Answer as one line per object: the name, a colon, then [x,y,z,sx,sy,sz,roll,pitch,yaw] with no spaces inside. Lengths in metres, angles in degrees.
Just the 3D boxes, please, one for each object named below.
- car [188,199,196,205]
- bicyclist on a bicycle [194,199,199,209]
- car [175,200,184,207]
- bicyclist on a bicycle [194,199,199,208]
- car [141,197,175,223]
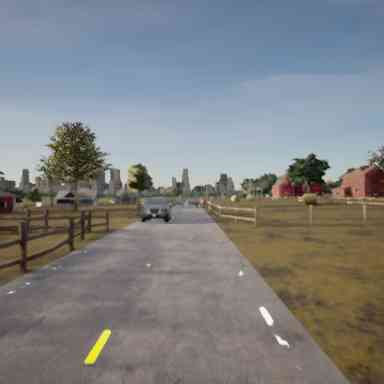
car: [0.004,2.471,79.733,2.033,1.411,5.357,0,-1,0]
bicyclist on a bicycle: [0.758,1.934,50.608,0.582,1.620,1.656,0,-1,0]
car: [-2.749,2.294,68.173,1.994,1.385,4.181,0,-1,0]
bicyclist on a bicycle: [0.756,2.072,60.760,0.866,1.612,1.509,0,-1,0]
car: [-2.846,1.432,27.813,2.150,2.045,5.566,0,-1,0]
